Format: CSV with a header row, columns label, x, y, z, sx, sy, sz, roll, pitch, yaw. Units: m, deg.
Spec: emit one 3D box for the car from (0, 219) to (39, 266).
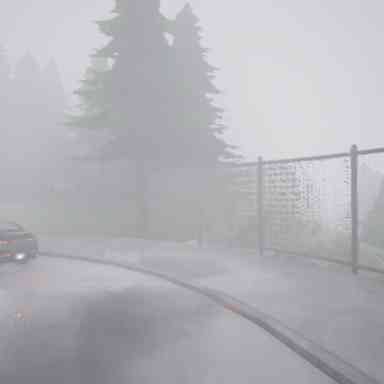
label,x,y,z,sx,sy,sz,roll,pitch,yaw
car,-6.951,1.551,10.251,4.892,1.490,1.837,-1,-2,25
